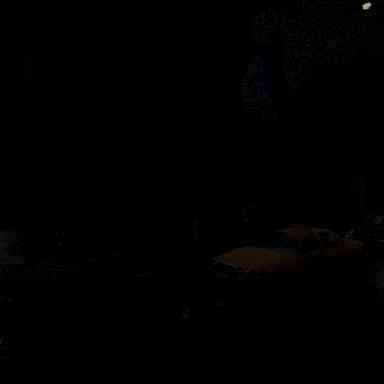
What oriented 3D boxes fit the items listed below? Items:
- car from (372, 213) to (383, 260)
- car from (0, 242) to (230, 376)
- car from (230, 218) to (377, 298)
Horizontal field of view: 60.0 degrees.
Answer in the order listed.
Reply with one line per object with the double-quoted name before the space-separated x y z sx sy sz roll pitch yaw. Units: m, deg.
"car" 7.148 1.441 11.777 4.097 1.590 1.967 0 0 -36
"car" -1.693 1.566 5.444 4.313 1.339 1.947 0 0 -36
"car" 2.589 1.525 8.512 4.829 1.417 1.752 0 0 -36
